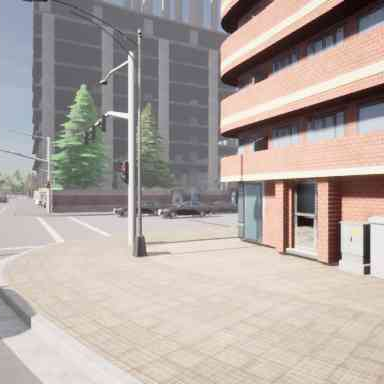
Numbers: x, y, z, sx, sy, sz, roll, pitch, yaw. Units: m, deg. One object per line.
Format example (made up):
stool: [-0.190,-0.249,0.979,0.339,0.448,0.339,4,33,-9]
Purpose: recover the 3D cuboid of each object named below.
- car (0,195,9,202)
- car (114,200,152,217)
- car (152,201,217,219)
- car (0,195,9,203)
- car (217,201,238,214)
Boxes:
car: [-42.448,1.500,74.912,1.837,1.490,4.892,0,0,-27]
car: [-4.945,1.547,31.578,4.902,1.511,2.128,0,0,-27]
car: [-0.641,1.547,29.819,4.902,1.511,2.128,0,0,-27]
car: [-37.931,1.595,66.052,1.895,1.301,4.718,0,0,-27]
car: [3.022,1.619,35.572,4.181,1.385,1.994,0,0,-27]
